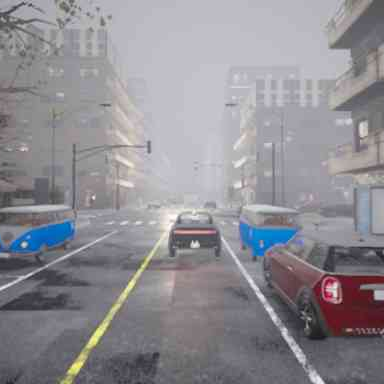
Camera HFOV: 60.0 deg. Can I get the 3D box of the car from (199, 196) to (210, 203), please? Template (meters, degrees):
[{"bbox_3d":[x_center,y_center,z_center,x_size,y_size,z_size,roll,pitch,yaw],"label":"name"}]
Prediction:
[{"bbox_3d":[2.737,1.793,55.686,2.008,1.369,4.403,1,0,0],"label":"car"}]

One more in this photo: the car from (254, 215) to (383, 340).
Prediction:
[{"bbox_3d":[2.677,1.469,6.575,1.967,1.590,4.097,1,0,0],"label":"car"}]

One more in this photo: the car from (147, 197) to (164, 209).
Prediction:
[{"bbox_3d":[-5.646,1.742,49.879,1.752,1.417,4.829,1,0,0],"label":"car"}]

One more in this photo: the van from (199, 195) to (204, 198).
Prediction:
[{"bbox_3d":[2.747,1.634,66.972,1.690,1.788,3.998,1,0,0],"label":"van"}]

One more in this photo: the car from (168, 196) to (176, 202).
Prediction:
[{"bbox_3d":[-5.618,1.971,95.189,2.008,1.369,4.403,1,0,0],"label":"car"}]

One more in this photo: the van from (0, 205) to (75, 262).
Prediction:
[{"bbox_3d":[-5.633,1.394,12.105,1.690,1.788,3.998,1,0,0],"label":"van"}]

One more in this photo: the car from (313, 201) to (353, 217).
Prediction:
[{"bbox_3d":[13.556,1.706,29.840,4.313,1.339,1.947,0,-2,1],"label":"car"}]

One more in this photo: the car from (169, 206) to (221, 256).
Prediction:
[{"bbox_3d":[0.108,1.550,13.357,2.128,1.511,4.902,0,0,0],"label":"car"}]

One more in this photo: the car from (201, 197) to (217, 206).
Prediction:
[{"bbox_3d":[2.733,1.784,50.044,1.947,1.339,4.313,1,0,0],"label":"car"}]

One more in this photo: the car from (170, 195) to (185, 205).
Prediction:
[{"bbox_3d":[-2.964,1.834,66.141,2.033,1.411,5.357,0,0,0],"label":"car"}]

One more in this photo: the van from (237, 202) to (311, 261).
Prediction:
[{"bbox_3d":[2.680,1.394,12.098,1.690,1.788,3.998,1,0,0],"label":"van"}]

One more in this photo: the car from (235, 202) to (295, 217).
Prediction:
[{"bbox_3d":[7.116,1.718,32.650,5.357,1.411,2.033,0,-1,-8],"label":"car"}]

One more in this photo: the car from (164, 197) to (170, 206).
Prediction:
[{"bbox_3d":[-5.638,1.707,61.334,1.967,1.590,4.097,1,0,0],"label":"car"}]

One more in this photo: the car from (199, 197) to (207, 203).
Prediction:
[{"bbox_3d":[2.754,1.951,83.898,1.802,1.307,4.206,1,0,0],"label":"car"}]

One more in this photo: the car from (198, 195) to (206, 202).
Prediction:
[{"bbox_3d":[2.766,1.736,95.185,2.192,1.841,5.009,1,0,0],"label":"car"}]

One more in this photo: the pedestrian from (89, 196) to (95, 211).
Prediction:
[{"bbox_3d":[-12.514,1.386,41.496,0.375,1.860,0.375,0,-2,1],"label":"pedestrian"}]

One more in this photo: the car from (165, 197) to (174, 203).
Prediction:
[{"bbox_3d":[-5.625,1.914,83.904,1.887,1.381,4.507,1,0,0],"label":"car"}]

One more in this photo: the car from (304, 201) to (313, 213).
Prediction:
[{"bbox_3d":[13.665,1.765,38.222,4.097,1.590,1.967,0,-2,1],"label":"car"}]
